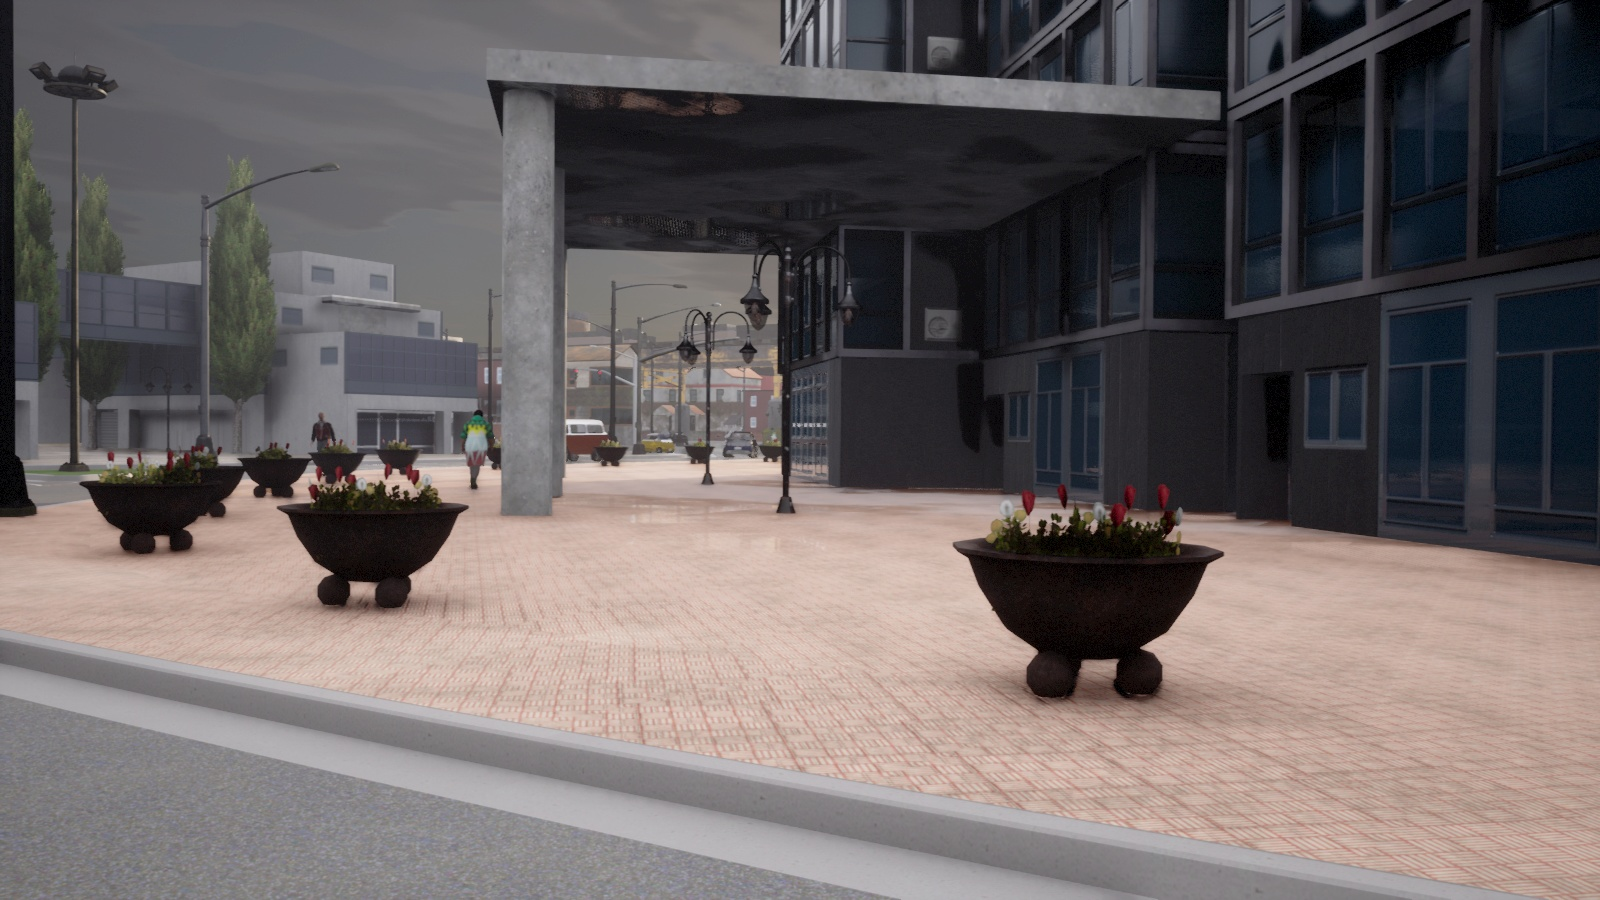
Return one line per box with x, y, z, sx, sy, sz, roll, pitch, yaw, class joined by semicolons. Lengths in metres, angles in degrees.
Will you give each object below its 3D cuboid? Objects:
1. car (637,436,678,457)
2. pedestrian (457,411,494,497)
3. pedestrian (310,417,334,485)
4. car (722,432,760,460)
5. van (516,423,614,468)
-9.418;-0.253;83.098;2.207;1.376;1.481;0;1;31;car
-7.493;0.085;29.029;0.659;1.952;0.873;-1;1;-4;pedestrian
-13.207;0.031;34.672;0.376;1.854;0.720;-1;1;-1;pedestrian
-3.414;-0.245;73.301;1.789;1.549;3.705;0;1;4;car
-11.020;-0.245;59.224;2.069;2.038;4.480;0;1;30;van
